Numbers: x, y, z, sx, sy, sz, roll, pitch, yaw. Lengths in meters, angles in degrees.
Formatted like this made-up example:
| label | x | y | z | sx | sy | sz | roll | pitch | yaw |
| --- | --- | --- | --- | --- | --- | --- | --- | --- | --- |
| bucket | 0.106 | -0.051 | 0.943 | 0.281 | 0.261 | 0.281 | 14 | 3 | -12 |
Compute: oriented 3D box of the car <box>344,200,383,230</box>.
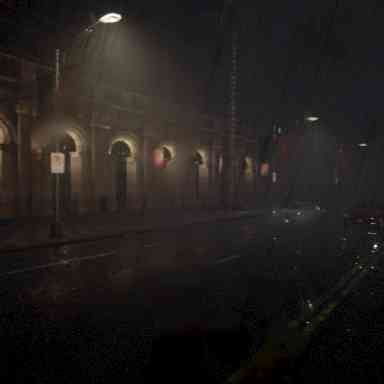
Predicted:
| label | x | y | z | sx | sy | sz | roll | pitch | yaw |
| --- | --- | --- | --- | --- | --- | --- | --- | --- | --- |
| car | 10.434 | 1.238 | 19.597 | 1.882 | 1.535 | 5.008 | 1 | 1 | 38 |

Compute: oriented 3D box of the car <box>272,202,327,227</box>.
| label | x | y | z | sx | sy | sz | roll | pitch | yaw |
| --- | --- | --- | --- | --- | --- | --- | --- | --- | --- |
| car | 6.736 | 1.312 | 20.559 | 1.895 | 1.301 | 4.718 | 1 | 1 | 38 |
